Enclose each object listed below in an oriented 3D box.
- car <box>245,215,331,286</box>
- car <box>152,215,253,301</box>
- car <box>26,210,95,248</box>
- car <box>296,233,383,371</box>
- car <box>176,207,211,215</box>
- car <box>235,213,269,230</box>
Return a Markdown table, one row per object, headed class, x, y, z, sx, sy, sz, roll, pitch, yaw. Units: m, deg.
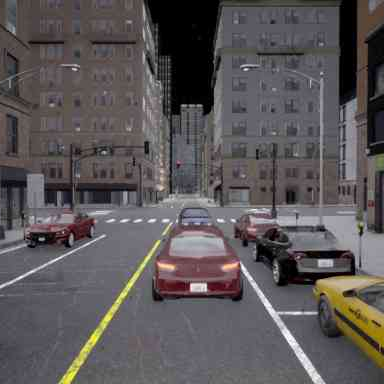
| class | x | y | z | sx | sy | sz | roll | pitch | yaw |
| --- | --- | --- | --- | --- | --- | --- | --- | --- | --- |
| car | 2.870 | 1.563 | 9.217 | 1.947 | 1.339 | 4.313 | -1 | 0 | 0 |
| car | 0.102 | 1.523 | 8.186 | 1.812 | 1.442 | 4.674 | 0 | 0 | 0 |
| car | -5.672 | 1.540 | 14.804 | 1.887 | 1.381 | 4.507 | -1 | 0 | 0 |
| car | 2.867 | 1.524 | 3.801 | 1.752 | 1.417 | 4.829 | -1 | 0 | 0 |
| car | 0.140 | 1.542 | 18.207 | 2.033 | 1.411 | 5.357 | 0 | 0 | -3 |
| car | 2.873 | 1.577 | 14.803 | 1.802 | 1.307 | 4.206 | -1 | 0 | 0 |
